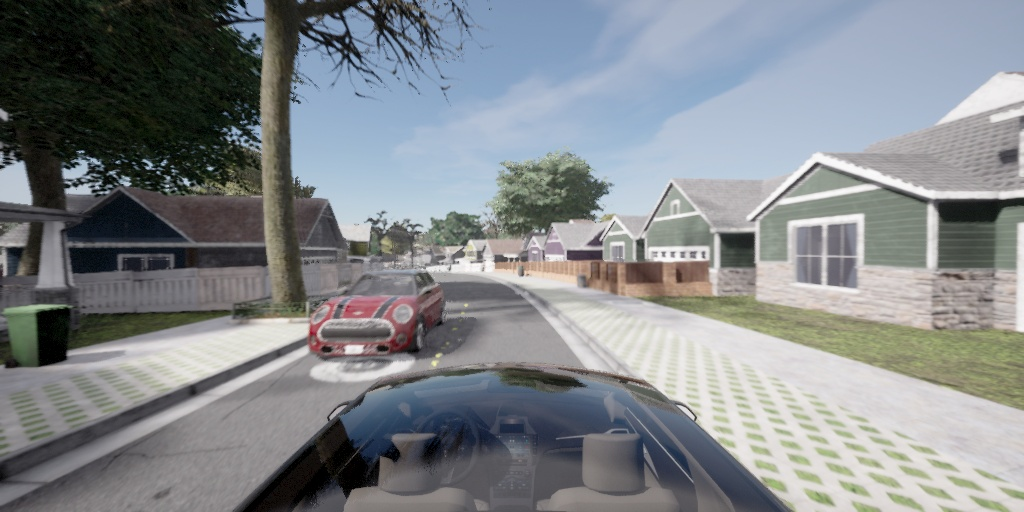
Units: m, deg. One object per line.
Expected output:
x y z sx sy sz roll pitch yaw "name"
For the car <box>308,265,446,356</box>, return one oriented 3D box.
-2.965 1.129 8.824 2.097 1.767 4.553 0 0 -2 "car"
